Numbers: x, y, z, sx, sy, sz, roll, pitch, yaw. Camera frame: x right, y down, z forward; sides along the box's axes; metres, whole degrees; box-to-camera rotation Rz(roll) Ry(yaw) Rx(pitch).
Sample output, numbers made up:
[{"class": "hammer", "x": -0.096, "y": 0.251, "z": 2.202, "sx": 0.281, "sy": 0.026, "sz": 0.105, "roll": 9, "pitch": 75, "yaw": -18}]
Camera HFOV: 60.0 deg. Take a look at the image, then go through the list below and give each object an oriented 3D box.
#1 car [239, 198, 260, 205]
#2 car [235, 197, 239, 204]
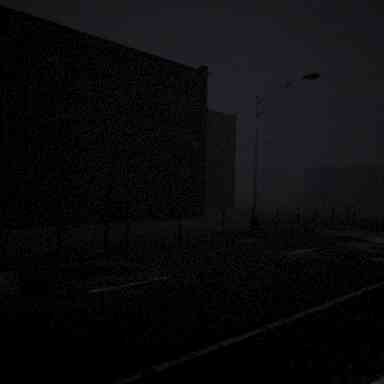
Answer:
[{"class": "car", "x": 13.180, "y": 2.125, "z": 73.214, "sx": 2.163, "sy": 1.488, "sz": 4.792, "roll": 1, "pitch": -1, "yaw": 42}, {"class": "car", "x": 9.183, "y": 1.887, "z": 76.893, "sx": 2.185, "sy": 1.767, "sz": 4.553, "roll": 1, "pitch": -1, "yaw": 42}]
